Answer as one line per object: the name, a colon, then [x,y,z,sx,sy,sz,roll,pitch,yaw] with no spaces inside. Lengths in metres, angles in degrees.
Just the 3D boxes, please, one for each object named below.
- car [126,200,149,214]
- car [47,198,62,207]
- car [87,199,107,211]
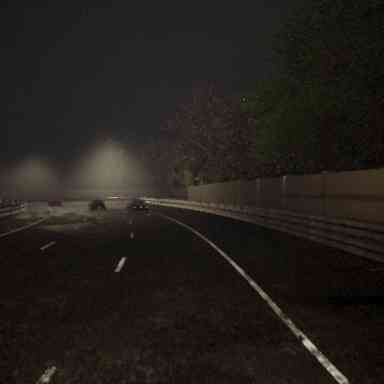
car: [-6.046,1.611,36.669,2.033,1.411,5.357,-1,0,-18]
car: [-23.247,1.775,56.232,1.812,1.442,4.674,0,0,-32]
car: [-12.080,1.654,42.279,1.812,1.442,4.674,0,0,-22]
